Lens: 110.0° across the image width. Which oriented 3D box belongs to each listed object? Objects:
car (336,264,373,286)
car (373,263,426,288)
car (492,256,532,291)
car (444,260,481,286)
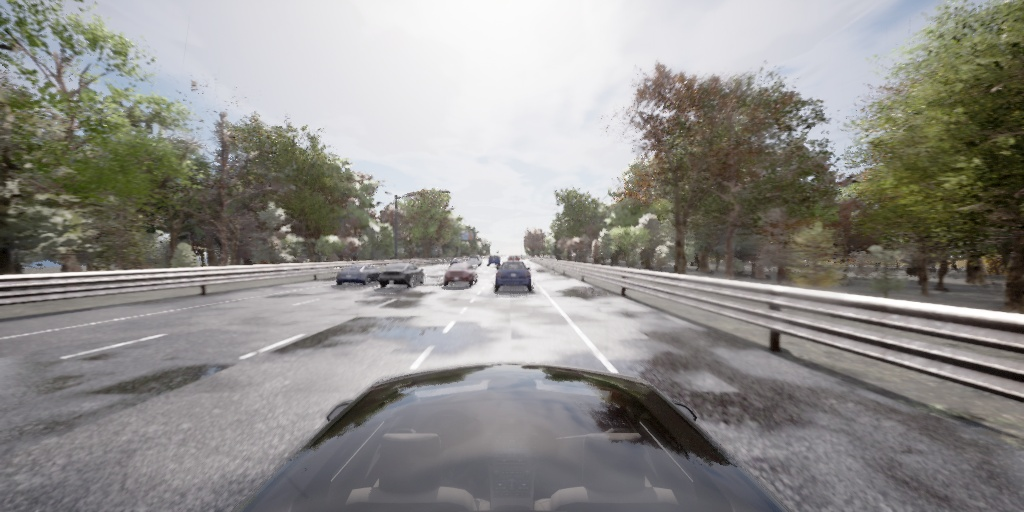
[{"bbox_3d":[-10.407,1.257,24.878,1.994,1.385,4.181,0,0,0],"label":"car"},{"bbox_3d":[-6.911,1.204,22.997,1.837,1.490,4.892,0,1,0],"label":"car"},{"bbox_3d":[0.083,1.052,21.709,2.097,1.767,4.553,0,0,0],"label":"car"},{"bbox_3d":[-3.411,1.220,24.399,1.812,1.442,4.674,0,0,0],"label":"car"}]
